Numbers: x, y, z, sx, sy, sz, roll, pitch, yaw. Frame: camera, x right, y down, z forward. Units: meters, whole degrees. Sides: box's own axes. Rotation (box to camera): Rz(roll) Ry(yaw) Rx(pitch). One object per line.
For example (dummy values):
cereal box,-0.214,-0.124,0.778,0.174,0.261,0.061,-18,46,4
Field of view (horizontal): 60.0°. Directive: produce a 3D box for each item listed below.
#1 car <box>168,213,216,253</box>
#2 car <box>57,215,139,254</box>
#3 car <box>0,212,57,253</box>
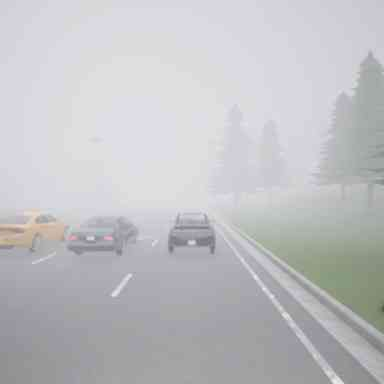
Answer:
car,0.000,1.627,14.297,2.128,1.511,4.902,0,0,0
car,-3.502,1.679,13.993,2.033,1.411,5.357,0,-1,0
car,-6.998,1.614,14.490,1.882,1.535,5.008,0,0,0
